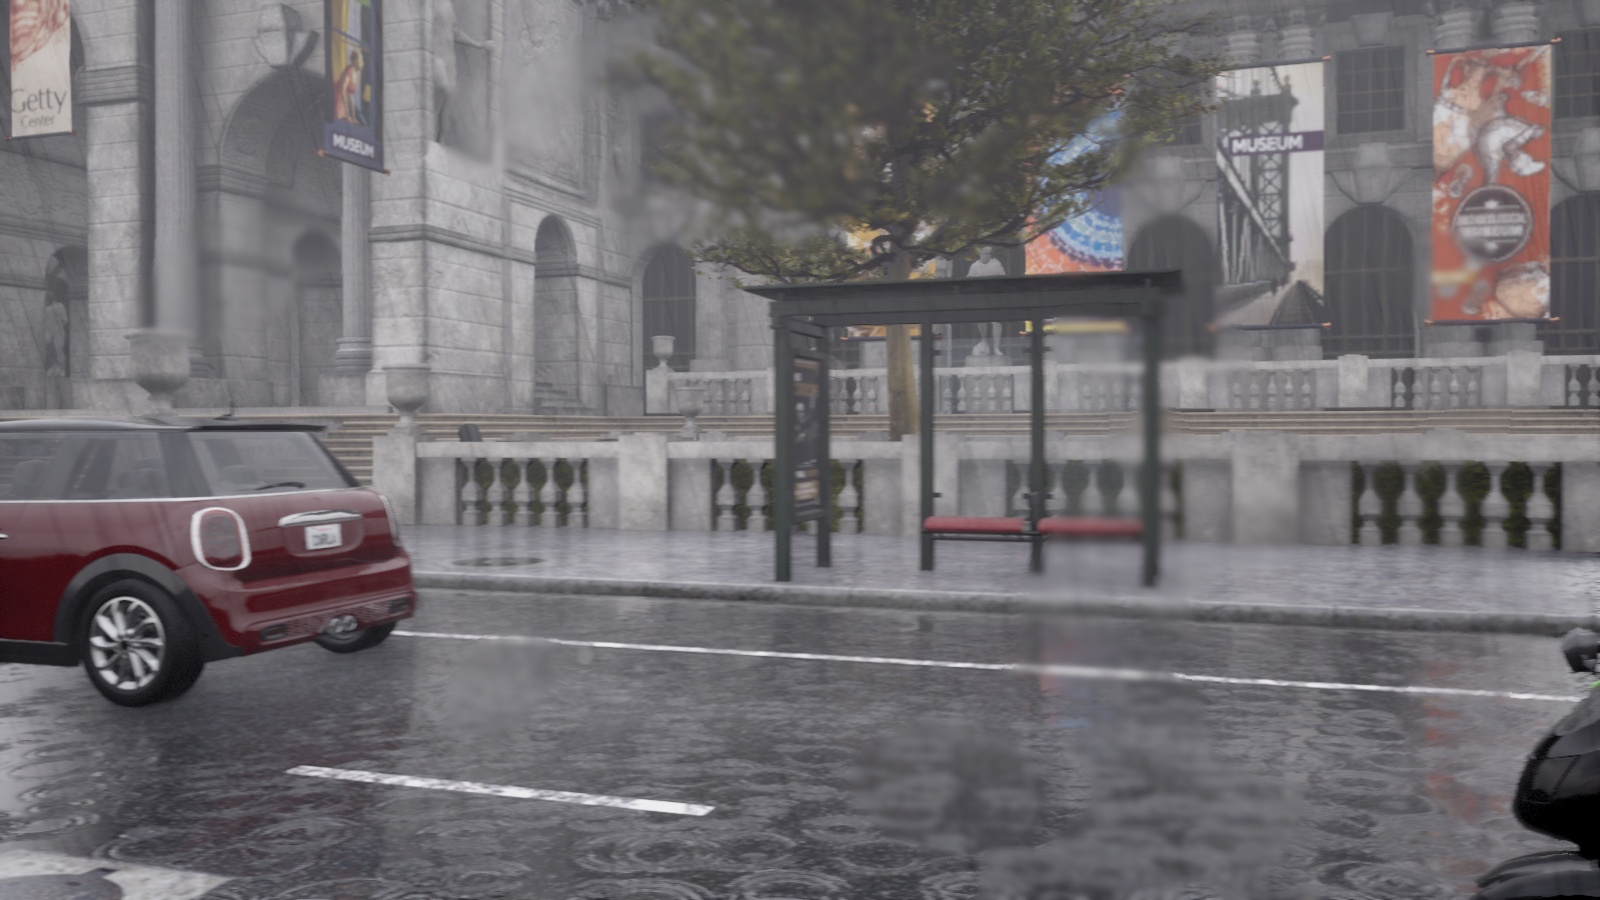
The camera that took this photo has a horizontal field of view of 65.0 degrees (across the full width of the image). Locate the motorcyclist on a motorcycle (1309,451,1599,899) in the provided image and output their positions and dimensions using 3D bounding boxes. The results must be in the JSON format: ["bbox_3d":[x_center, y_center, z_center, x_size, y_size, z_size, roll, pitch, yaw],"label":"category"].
[{"bbox_3d":[2.134,0.777,2.476,2.044,1.523,0.797,1,1,18],"label":"motorcyclist on a motorcycle"}]

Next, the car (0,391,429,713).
[{"bbox_3d":[-5.117,0.528,8.605,4.553,1.767,2.097,1,1,19],"label":"car"}]
